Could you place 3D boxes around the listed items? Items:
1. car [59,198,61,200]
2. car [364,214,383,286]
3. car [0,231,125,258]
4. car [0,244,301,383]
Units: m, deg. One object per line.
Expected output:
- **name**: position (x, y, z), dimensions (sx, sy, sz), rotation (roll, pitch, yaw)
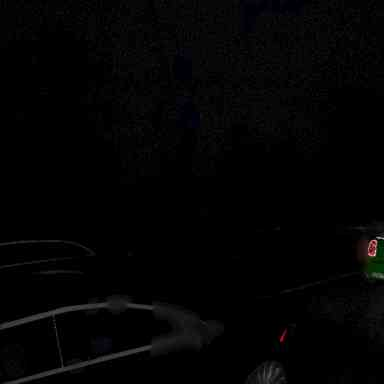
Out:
- **car**: position (-24.304, 1.778, 58.868), dimensions (5.008, 1.535, 1.882), rotation (-1, 0, 32)
- **car**: position (6.279, 1.352, 8.178), dimensions (4.553, 1.767, 2.097), rotation (0, 0, -35)
- **car**: position (-3.388, 1.491, 5.862), dimensions (4.902, 1.511, 2.128), rotation (0, 0, -36)
- **car**: position (-1.037, 1.492, 2.986), dimensions (4.902, 1.511, 2.128), rotation (0, 0, -36)
